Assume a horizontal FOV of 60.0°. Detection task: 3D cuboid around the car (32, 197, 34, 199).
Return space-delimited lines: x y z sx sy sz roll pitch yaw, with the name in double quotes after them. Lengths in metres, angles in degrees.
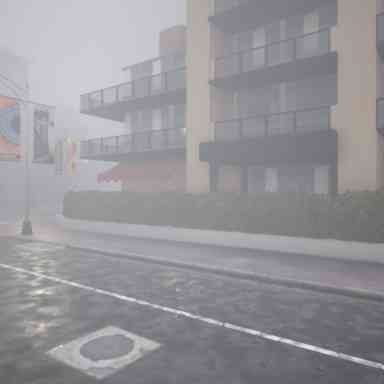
-36.045 1.450 72.160 4.892 1.521 2.231 0 0 36 "car"
